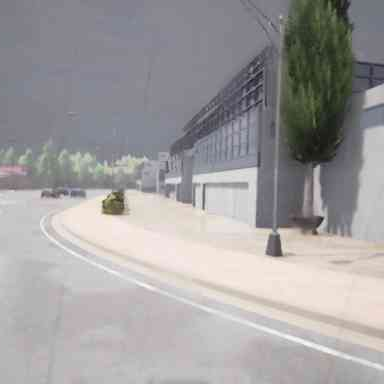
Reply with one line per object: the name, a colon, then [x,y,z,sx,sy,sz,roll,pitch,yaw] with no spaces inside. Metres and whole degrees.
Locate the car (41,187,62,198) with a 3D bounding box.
car: [-20.540,0.128,48.168,1.812,1.442,4.674,1,1,-11]

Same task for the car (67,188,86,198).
car: [-17.761,0.092,52.090,1.882,1.535,5.008,1,1,-11]

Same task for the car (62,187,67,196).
car: [-22.350,-0.097,57.131,1.837,1.490,4.892,1,1,-11]
